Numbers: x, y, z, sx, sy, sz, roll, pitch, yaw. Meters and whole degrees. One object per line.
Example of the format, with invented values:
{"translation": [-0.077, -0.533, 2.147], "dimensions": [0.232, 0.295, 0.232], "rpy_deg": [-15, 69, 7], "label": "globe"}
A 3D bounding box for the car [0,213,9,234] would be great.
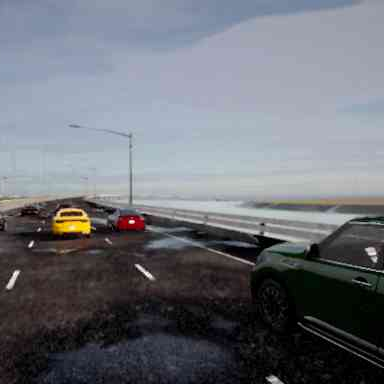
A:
{"translation": [-12.242, 1.807, 19.769], "dimensions": [1.837, 1.490, 4.892], "rpy_deg": [0, -1, -22], "label": "car"}

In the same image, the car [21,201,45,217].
{"translation": [-18.760, 2.033, 38.926], "dimensions": [2.128, 1.511, 4.902], "rpy_deg": [0, 0, -21], "label": "car"}

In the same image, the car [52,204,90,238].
{"translation": [-7.113, 1.736, 19.512], "dimensions": [1.882, 1.535, 5.008], "rpy_deg": [0, -1, -22], "label": "car"}

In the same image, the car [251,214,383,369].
{"translation": [2.952, 1.244, 4.136], "dimensions": [2.150, 2.045, 5.566], "rpy_deg": [0, 0, -22], "label": "car"}

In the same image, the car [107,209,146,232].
{"translation": [-4.461, 1.828, 22.287], "dimensions": [1.994, 1.385, 4.181], "rpy_deg": [0, -1, -22], "label": "car"}

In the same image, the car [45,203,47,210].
{"translation": [-24.497, 2.217, 53.473], "dimensions": [2.128, 1.511, 4.902], "rpy_deg": [0, -1, -21], "label": "car"}
